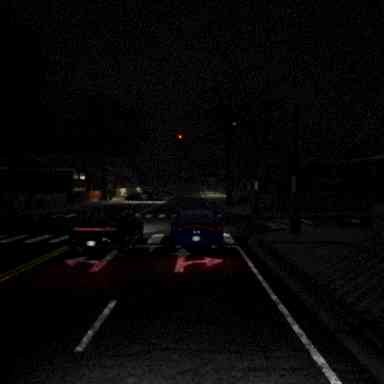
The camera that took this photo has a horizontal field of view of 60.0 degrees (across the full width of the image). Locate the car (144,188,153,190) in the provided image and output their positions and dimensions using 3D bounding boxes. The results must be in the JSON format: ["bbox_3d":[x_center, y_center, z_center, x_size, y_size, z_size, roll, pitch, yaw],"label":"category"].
[{"bbox_3d":[-9.004,-0.212,68.610,2.097,1.767,4.553,0,2,1],"label":"car"}]

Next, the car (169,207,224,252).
[{"bbox_3d":[0.187,1.326,13.283,1.882,1.535,5.008,0,1,1],"label":"car"}]

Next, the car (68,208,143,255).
[{"bbox_3d":[-3.075,1.348,12.713,2.128,1.511,4.902,0,1,1],"label":"car"}]

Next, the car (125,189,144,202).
[{"bbox_3d":[-9.252,0.740,53.085,2.033,1.411,5.357,0,2,1],"label":"car"}]

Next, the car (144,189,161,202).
[{"bbox_3d":[-6.003,0.699,53.041,1.837,1.490,4.892,0,2,1],"label":"car"}]
